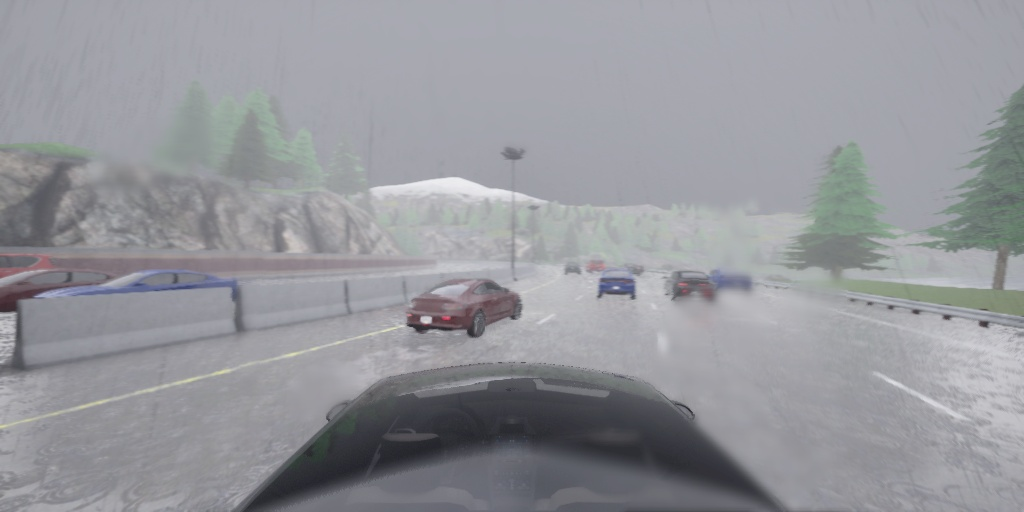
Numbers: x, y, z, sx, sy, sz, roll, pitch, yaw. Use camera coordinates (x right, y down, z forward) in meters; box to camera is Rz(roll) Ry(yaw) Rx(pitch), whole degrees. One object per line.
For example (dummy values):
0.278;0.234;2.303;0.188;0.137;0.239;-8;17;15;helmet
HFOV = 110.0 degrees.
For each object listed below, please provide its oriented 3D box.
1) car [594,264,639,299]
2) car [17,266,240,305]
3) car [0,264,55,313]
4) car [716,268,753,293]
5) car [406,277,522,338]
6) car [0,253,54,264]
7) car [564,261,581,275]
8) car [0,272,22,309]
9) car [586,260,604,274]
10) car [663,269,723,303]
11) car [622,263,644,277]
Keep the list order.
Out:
5.872;1.451;20.180;1.882;1.535;5.008;1;0;16;car
-12.153;1.197;12.142;1.882;1.535;5.008;0;0;22;car
-15.887;1.161;12.264;1.882;1.535;5.008;0;-1;23;car
14.224;1.569;23.933;1.882;1.535;5.008;1;0;14;car
-1.189;1.342;10.522;1.812;1.442;4.674;1;0;21;car
-22.530;0.859;14.456;2.150;2.045;5.566;0;-1;23;car
8.158;1.603;48.873;2.097;1.767;4.553;0;-1;6;car
-19.988;1.236;11.499;1.895;1.301;4.718;0;-1;23;car
12.359;1.556;53.340;2.150;2.045;5.566;1;0;3;car
9.054;1.497;18.544;1.837;1.490;4.892;1;0;16;car
14.803;1.640;45.533;2.097;1.767;4.553;0;-1;7;car
